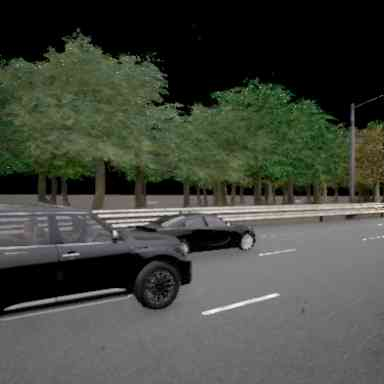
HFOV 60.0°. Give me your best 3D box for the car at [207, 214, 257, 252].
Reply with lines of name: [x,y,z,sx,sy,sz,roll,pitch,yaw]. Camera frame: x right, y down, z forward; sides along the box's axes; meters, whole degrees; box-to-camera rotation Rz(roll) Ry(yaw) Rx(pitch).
car: [0.270,1.506,12.528,5.008,1.535,1.882,0,0,-35]

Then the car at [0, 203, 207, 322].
car: [-2.637,1.226,6.162,5.566,2.045,2.150,0,0,-35]
